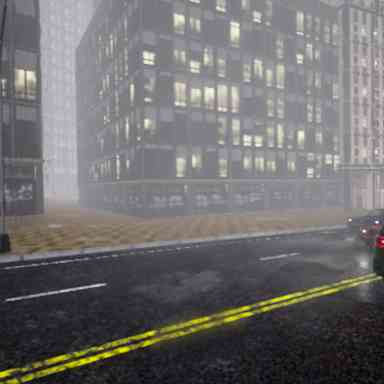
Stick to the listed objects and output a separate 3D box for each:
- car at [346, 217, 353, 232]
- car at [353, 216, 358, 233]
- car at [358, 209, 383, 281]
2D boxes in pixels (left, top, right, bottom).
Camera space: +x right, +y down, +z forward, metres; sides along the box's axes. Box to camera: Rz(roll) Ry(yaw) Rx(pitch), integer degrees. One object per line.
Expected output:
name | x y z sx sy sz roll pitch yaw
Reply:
car | 10.640 1.570 18.188 4.718 1.301 1.895 0 0 -30
car | 8.832 1.582 13.293 4.718 1.301 1.895 0 0 -32
car | 6.524 1.213 7.750 5.566 2.045 2.150 0 0 -33
